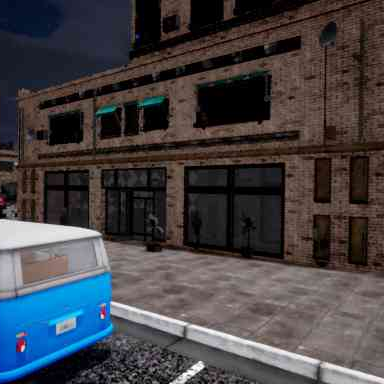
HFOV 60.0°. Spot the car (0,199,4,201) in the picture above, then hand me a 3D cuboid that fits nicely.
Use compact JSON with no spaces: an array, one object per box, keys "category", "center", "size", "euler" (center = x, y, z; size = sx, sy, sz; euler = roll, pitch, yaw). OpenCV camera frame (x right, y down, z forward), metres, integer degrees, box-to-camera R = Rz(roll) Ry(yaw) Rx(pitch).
[{"category":"car","center":[-21.779,1.682,33.341],"size":[1.994,1.385,4.181],"euler":[1,0,36]}]

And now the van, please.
[{"category":"van","center":[-2.989,1.339,4.993],"size":[3.998,1.788,1.690],"euler":[0,1,36]}]

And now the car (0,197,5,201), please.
[{"category":"car","center":[-22.870,1.409,36.222],"size":[2.192,1.841,5.009],"euler":[0,0,36]}]

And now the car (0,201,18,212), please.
[{"category":"car","center":[-16.118,1.791,31.264],"size":[1.947,1.339,4.313],"euler":[0,0,36]}]
